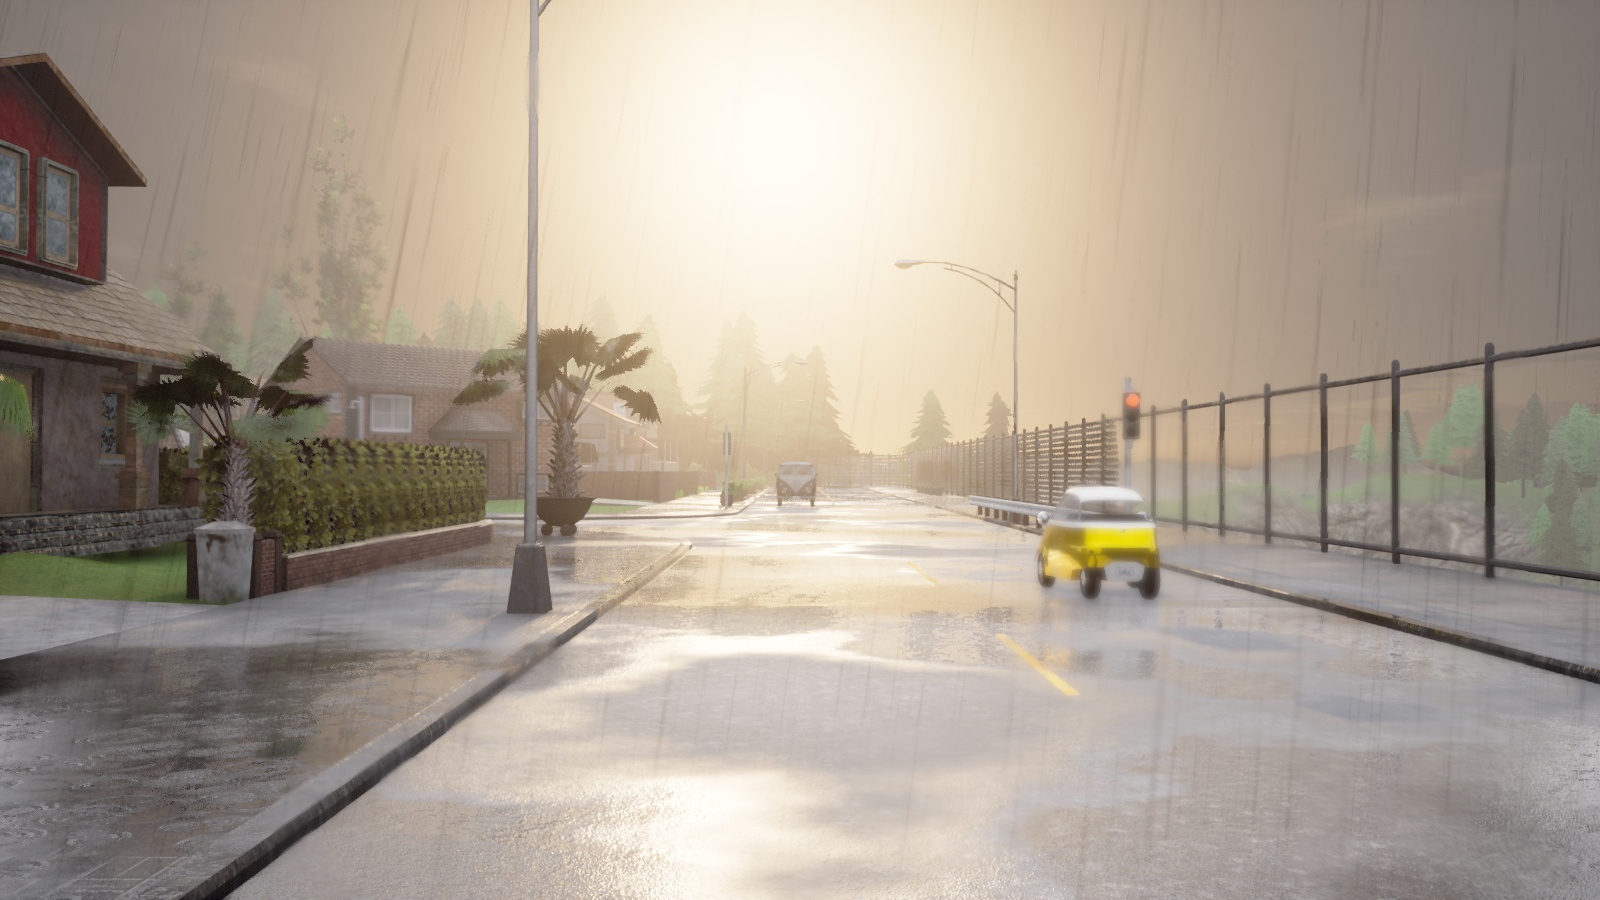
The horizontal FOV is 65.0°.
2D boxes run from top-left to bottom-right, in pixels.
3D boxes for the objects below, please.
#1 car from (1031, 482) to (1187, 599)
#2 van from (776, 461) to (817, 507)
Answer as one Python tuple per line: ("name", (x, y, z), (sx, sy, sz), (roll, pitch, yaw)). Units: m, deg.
("car", (3.959, 1.128, 16.375), (1.481, 1.376, 2.207), (0, -1, 0))
("van", (-0.157, 1.509, 56.159), (1.775, 1.987, 4.442), (0, -1, 0))
